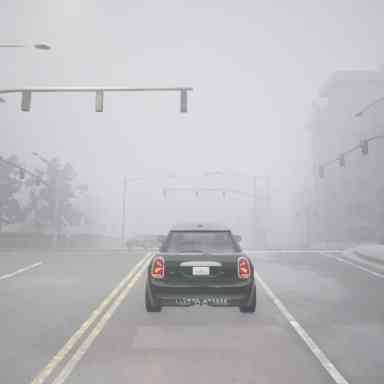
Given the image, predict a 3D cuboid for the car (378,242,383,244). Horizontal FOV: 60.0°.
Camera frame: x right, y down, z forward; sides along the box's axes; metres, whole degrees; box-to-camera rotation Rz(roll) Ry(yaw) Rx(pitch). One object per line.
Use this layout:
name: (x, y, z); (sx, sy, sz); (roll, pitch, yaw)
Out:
car: (17.227, 4.286, 26.185); (4.892, 1.490, 1.837); (5, -10, 1)

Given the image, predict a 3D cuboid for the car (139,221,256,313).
car: (0.179, 1.489, 8.147); (2.097, 1.767, 4.553); (0, -1, 0)

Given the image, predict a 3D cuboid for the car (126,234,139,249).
car: (-4.326, 4.607, 31.079); (1.837, 1.490, 4.892); (-2, -11, 19)
